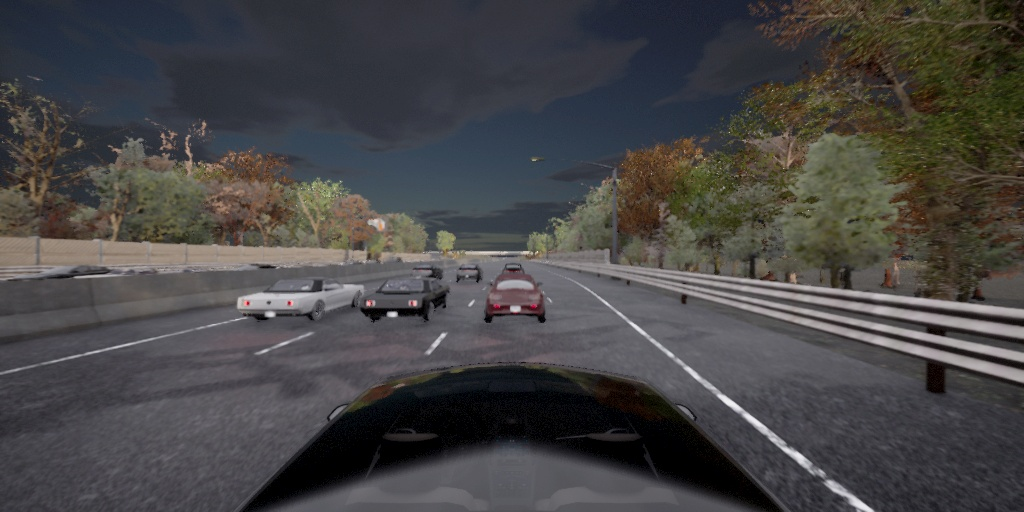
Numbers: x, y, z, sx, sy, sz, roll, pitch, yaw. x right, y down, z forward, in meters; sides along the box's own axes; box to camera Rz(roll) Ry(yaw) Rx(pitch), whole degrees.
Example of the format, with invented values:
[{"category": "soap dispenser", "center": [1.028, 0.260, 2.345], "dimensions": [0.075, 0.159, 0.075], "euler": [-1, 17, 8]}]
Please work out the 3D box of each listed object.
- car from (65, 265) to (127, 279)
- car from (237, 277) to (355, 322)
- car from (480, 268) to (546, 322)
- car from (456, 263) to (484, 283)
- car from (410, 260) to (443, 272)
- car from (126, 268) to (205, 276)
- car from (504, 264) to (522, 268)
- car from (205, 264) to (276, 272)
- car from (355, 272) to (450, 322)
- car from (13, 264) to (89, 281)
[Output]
[{"category": "car", "center": [-24.596, 1.424, 22.965], "dimensions": [1.895, 1.301, 4.718], "euler": [0, 0, 0]}, {"category": "car", "center": [-6.899, 1.386, 12.468], "dimensions": [1.895, 1.301, 4.718], "euler": [0, 0, 0]}, {"category": "car", "center": [0.099, 1.311, 12.293], "dimensions": [1.812, 1.442, 4.674], "euler": [0, 0, 0]}, {"category": "car", "center": [-3.395, 1.341, 29.493], "dimensions": [2.128, 1.511, 4.902], "euler": [0, 0, 0]}, {"category": "car", "center": [-6.895, 1.341, 29.500], "dimensions": [2.128, 1.511, 4.902], "euler": [0, 0, 0]}, {"category": "car", "center": [-21.096, 1.424, 22.980], "dimensions": [1.895, 1.301, 4.718], "euler": [0, 0, 0]}, {"category": "car", "center": [0.105, 1.355, 29.547], "dimensions": [1.837, 1.490, 4.892], "euler": [0, 0, 0]}, {"category": "car", "center": [-17.594, 1.333, 24.214], "dimensions": [1.837, 1.490, 4.892], "euler": [0, 0, 0]}, {"category": "car", "center": [-3.399, 1.386, 12.443], "dimensions": [1.895, 1.301, 4.718], "euler": [0, 0, 0]}, {"category": "car", "center": [-27.786, 1.299, 22.674], "dimensions": [1.882, 1.535, 5.008], "euler": [0, 0, -2]}]
